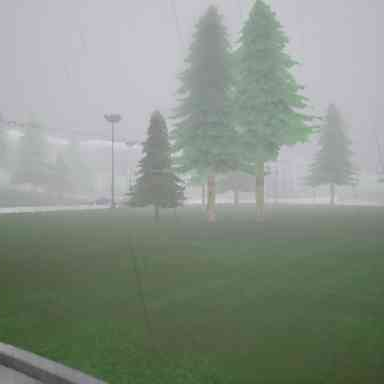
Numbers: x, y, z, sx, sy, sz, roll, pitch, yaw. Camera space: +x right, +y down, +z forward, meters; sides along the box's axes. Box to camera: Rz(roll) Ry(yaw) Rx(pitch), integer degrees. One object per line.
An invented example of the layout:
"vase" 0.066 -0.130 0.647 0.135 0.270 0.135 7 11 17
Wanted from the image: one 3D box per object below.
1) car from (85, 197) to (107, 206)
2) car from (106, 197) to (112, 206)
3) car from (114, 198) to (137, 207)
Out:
"car" -15.632 1.559 56.082 1.837 1.490 4.892 0 0 42
"car" -10.460 1.599 51.364 1.994 1.385 4.181 0 0 42
"car" -8.755 1.520 49.809 2.128 1.511 4.902 0 0 39
